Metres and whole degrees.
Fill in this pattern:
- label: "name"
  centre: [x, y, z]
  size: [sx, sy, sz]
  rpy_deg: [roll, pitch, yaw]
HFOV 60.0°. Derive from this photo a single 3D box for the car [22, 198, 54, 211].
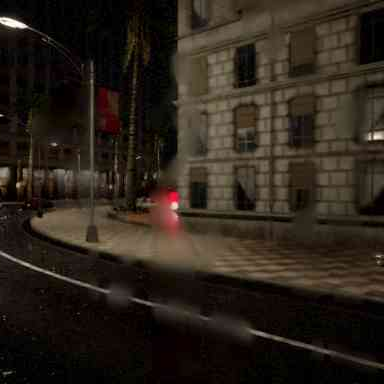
- label: "car"
  centre: [-17.820, 1.409, 38.661]
  size: [1.994, 1.385, 4.181]
  rpy_deg: [0, 0, 5]
